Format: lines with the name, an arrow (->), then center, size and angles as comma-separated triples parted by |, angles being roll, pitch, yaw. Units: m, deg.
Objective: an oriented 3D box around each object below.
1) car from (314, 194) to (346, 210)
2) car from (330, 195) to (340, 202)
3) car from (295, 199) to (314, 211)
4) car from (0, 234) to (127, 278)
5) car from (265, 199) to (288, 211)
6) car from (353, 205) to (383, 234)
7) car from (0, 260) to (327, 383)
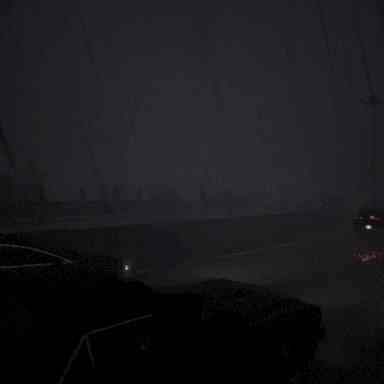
car -> 15.351, 1.215, 36.322 | 2.150, 2.045, 5.566 | 0, 0, 32
car -> 31.644, 1.475, 73.687 | 1.882, 1.535, 5.008 | -1, 0, 21
car -> 14.294, 1.584, 41.437 | 1.994, 1.385, 4.181 | 0, 0, 30
car -> -3.380, 1.505, 5.837 | 4.902, 1.511, 2.128 | 0, 0, -36
car -> 10.751, 1.570, 42.272 | 1.812, 1.442, 4.674 | 0, 0, 30
car -> 10.399, 1.476, 18.182 | 1.837, 1.490, 4.892 | 0, 0, 44
car -> -0.657, 1.604, 3.459 | 4.718, 1.301, 1.895 | 0, 0, -37
